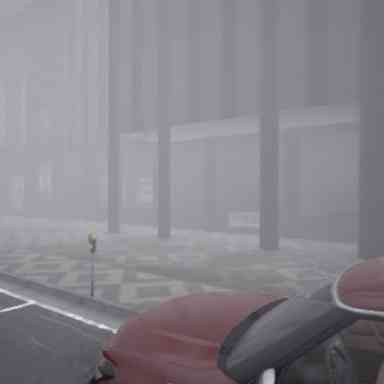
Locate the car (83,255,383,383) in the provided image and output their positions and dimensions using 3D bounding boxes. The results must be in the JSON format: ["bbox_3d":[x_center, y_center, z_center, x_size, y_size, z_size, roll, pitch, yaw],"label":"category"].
[{"bbox_3d":[1.541,1.315,1.861,5.009,1.841,2.192,0,0,36],"label":"car"}]
